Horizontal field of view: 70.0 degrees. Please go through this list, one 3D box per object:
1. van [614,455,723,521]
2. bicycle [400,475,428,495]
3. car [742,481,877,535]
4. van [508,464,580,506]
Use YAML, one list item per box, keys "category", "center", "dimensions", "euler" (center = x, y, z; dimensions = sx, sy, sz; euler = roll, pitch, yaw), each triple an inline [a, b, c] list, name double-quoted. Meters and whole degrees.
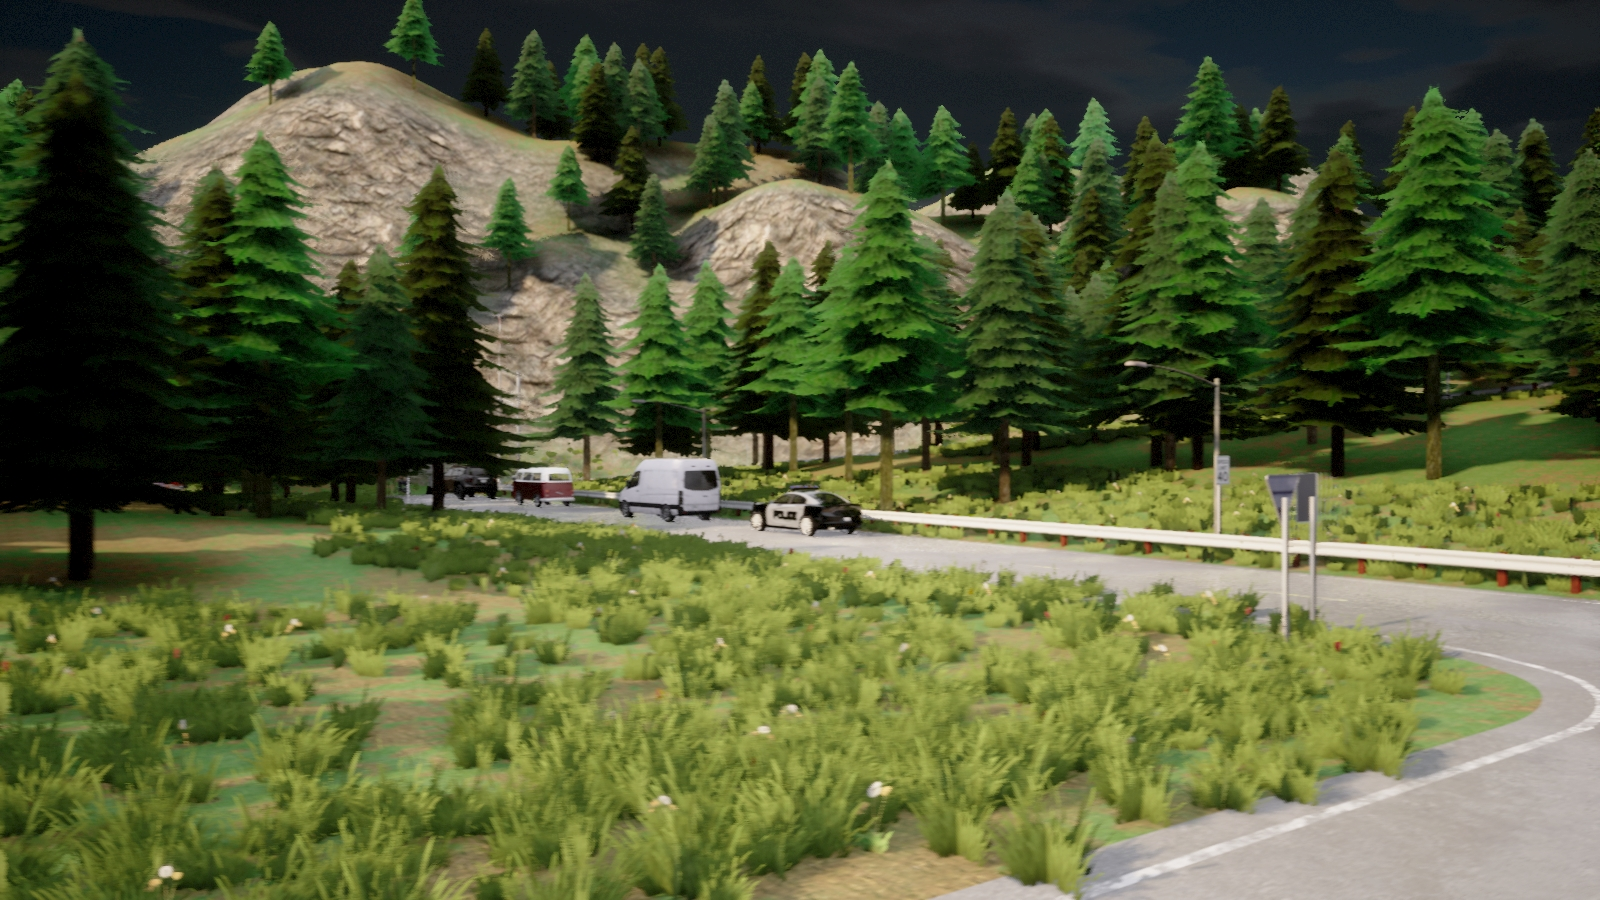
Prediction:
- category: "van"
  center: [-5.628, 1.514, 48.205]
  dimensions: [1.988, 2.561, 5.915]
  euler: [0, 0, -35]
- category: "bicycle"
  center: [-24.536, 2.233, 72.565]
  dimensions: [1.487, 1.176, 0.859]
  euler: [-4, -1, 32]
- category: "car"
  center: [0.237, 1.962, 40.100]
  dimensions: [2.097, 1.638, 5.238]
  euler: [0, 0, -35]
- category: "van"
  center: [-13.288, 1.763, 59.068]
  dimensions: [2.069, 2.038, 4.480]
  euler: [0, 0, -35]
